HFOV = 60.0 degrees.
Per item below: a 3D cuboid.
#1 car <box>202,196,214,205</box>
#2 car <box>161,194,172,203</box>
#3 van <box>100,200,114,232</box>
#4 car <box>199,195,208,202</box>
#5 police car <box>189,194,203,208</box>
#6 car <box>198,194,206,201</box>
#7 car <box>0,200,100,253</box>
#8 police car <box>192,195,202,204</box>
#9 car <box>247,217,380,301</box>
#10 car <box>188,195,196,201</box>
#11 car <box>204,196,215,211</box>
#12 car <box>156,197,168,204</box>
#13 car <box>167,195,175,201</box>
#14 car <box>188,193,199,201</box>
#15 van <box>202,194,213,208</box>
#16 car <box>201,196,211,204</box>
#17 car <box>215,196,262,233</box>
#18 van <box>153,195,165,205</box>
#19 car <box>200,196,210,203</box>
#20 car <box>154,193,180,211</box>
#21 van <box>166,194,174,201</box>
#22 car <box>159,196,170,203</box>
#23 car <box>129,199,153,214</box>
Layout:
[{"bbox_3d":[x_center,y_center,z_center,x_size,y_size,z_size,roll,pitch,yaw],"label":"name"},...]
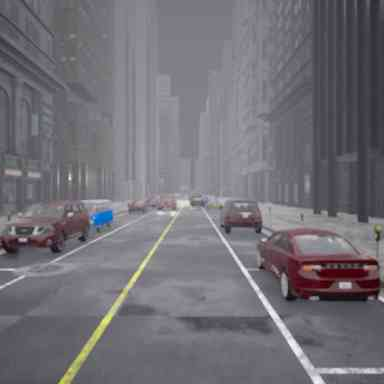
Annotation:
[{"bbox_3d":[2.760,1.505,58.949,1.967,1.590,4.097,0,0,0],"label":"car"},{"bbox_3d":[-5.765,1.405,75.848,2.192,1.841,5.009,0,0,0],"label":"car"},{"bbox_3d":[-5.765,1.355,19.480,1.690,1.788,3.998,0,0,0],"label":"van"},{"bbox_3d":[2.761,1.538,81.494,1.967,1.590,4.097,0,0,0],"label":"car"},{"bbox_3d":[0.900,1.476,49.102,1.930,1.638,5.238,0,0,0],"label":"police car"},{"bbox_3d":[2.760,1.430,92.768,2.192,1.841,5.009,0,0,0],"label":"car"},{"bbox_3d":[-5.765,1.324,13.844,2.192,1.841,5.009,0,0,0],"label":"car"},{"bbox_3d":[0.901,1.499,65.102,1.930,1.638,5.238,0,0,0],"label":"police car"},{"bbox_3d":[2.761,1.550,8.223,1.887,1.381,4.507,0,0,0],"label":"car"},{"bbox_3d":[0.001,1.446,82.251,1.837,1.490,4.892,0,0,0],"label":"car"},{"bbox_3d":[2.760,1.566,42.210,1.752,1.417,4.829,0,0,0],"label":"car"},{"bbox_3d":[-5.764,1.639,64.574,1.947,1.339,4.313,0,0,0],"label":"car"},{"bbox_3d":[-5.764,1.556,92.758,1.967,1.590,4.097,0,0,0],"label":"car"},{"bbox_3d":[0.734,1.281,59.015,2.150,2.045,5.566,0,0,0],"label":"car"},{"bbox_3d":[2.760,1.389,47.676,1.690,1.788,3.998,0,0,0],"label":"van"},{"bbox_3d":[2.761,1.599,64.755,1.752,1.417,4.829,0,0,0],"label":"car"},{"bbox_3d":[2.760,1.329,19.495,2.192,1.841,5.009,0,0,0],"label":"car"},{"bbox_3d":[-5.765,1.406,58.938,1.690,1.788,3.998,0,0,0],"label":"van"},{"bbox_3d":[2.761,1.632,70.222,2.008,1.369,4.403,0,0,0],"label":"car"},{"bbox_3d":[-3.092,1.259,42.099,2.150,2.045,5.566,0,0,0],"label":"car"},{"bbox_3d":[-5.765,1.448,87.122,1.690,1.788,3.998,0,0,0],"label":"van"},{"bbox_3d":[-5.764,1.647,70.211,1.947,1.339,4.313,0,0,0],"label":"car"},{"bbox_3d":[-5.764,1.577,36.391,1.887,1.381,4.507,0,0,0],"label":"car"}]
